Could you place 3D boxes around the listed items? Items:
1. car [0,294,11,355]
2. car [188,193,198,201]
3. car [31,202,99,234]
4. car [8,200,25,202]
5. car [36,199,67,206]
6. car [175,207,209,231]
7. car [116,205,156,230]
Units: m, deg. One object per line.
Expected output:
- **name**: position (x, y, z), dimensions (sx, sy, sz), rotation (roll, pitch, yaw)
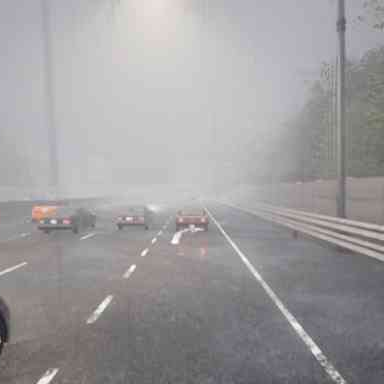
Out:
- **car**: position (-3.400, 1.503, 2.626), dimensions (1.837, 1.490, 4.892), rotation (0, 0, 0)
- **car**: position (0.002, 1.591, 83.176), dimensions (1.812, 1.442, 4.674), rotation (0, 0, 0)
- **car**: position (-6.899, 1.534, 19.105), dimensions (2.033, 1.411, 5.357), rotation (0, 0, 0)
- **car**: position (-21.078, 1.591, 39.575), dimensions (1.895, 1.301, 4.718), rotation (0, 0, 0)
- **car**: position (-10.400, 1.337, 25.605), dimensions (2.097, 1.767, 4.553), rotation (0, 0, 0)
- **car**: position (0.002, 1.586, 20.535), dimensions (1.895, 1.301, 4.718), rotation (0, 0, 0)
- **car**: position (-3.402, 1.533, 20.971), dimensions (2.033, 1.411, 5.357), rotation (0, 0, 0)
